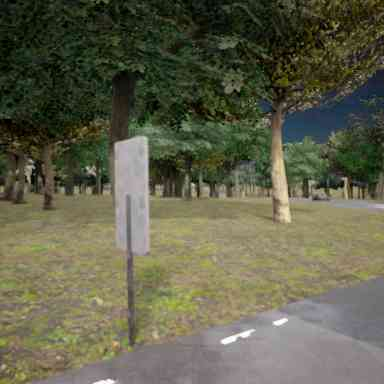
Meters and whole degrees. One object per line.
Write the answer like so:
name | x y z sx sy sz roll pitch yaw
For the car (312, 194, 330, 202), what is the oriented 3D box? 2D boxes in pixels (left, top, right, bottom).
car | 23.369 1.091 60.160 1.994 1.385 4.181 -1 1 -1
